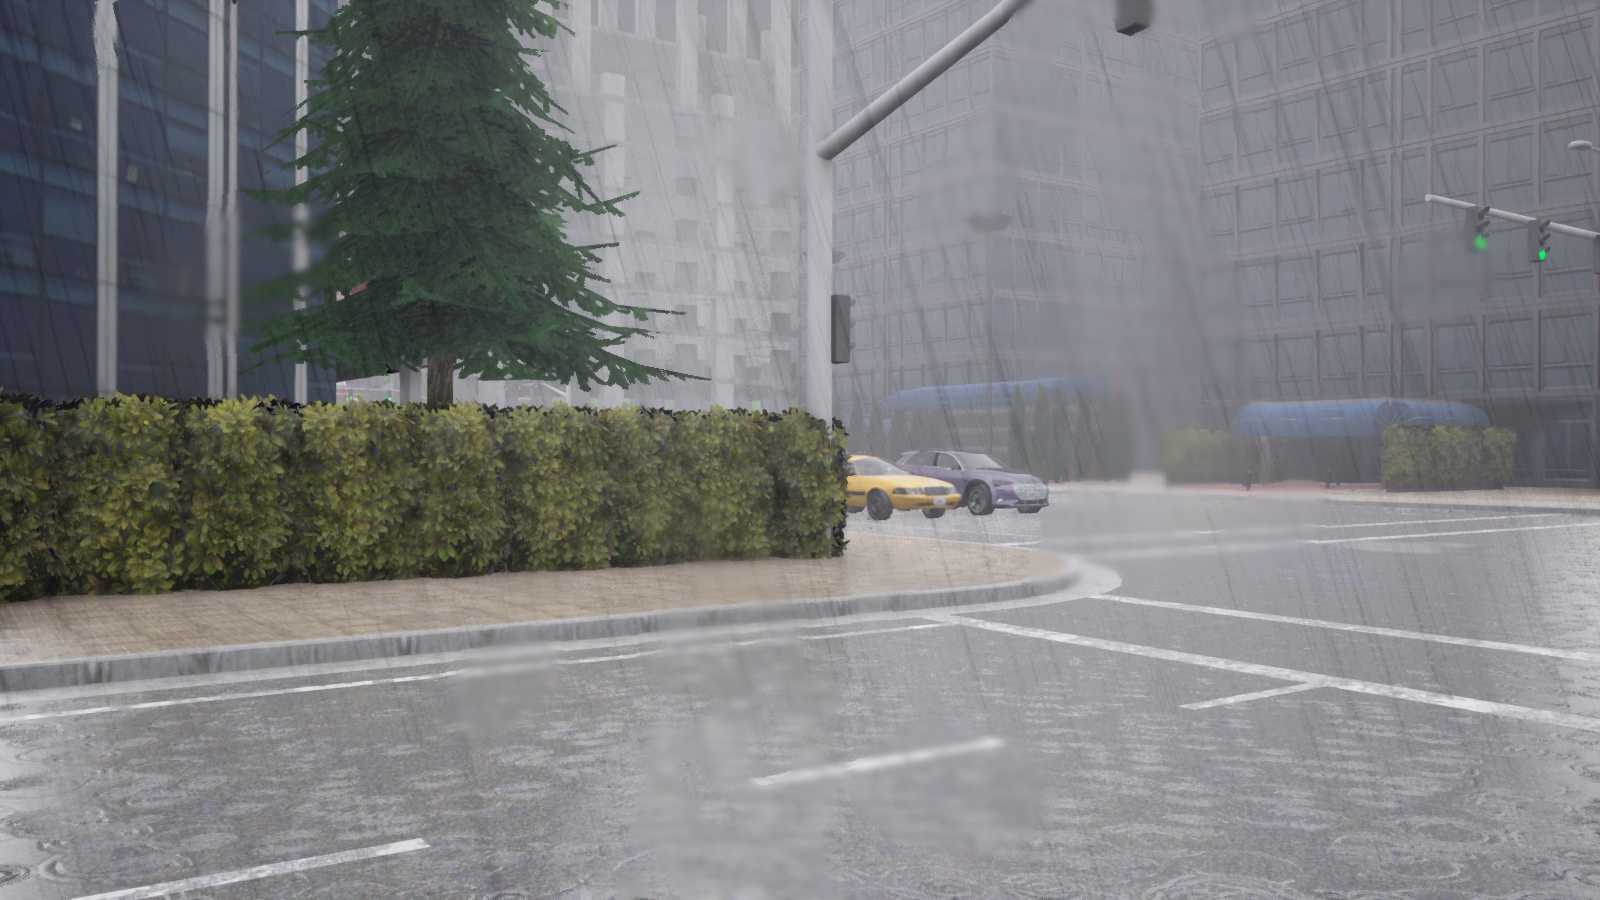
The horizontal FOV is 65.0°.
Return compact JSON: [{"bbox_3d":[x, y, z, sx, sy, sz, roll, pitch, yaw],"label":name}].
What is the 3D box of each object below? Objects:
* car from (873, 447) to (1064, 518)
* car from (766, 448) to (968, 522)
[{"bbox_3d":[4.154,0.742,31.763,2.033,1.649,4.856,0,0,-35],"label":"car"},{"bbox_3d":[1.434,0.753,29.549,1.801,1.575,5.366,0,0,-35],"label":"car"}]
